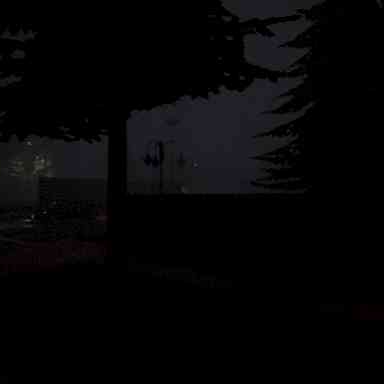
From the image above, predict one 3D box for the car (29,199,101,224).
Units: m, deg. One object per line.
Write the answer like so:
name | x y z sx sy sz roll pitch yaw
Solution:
car | -8.620 1.277 22.981 2.128 1.511 4.902 1 0 36
